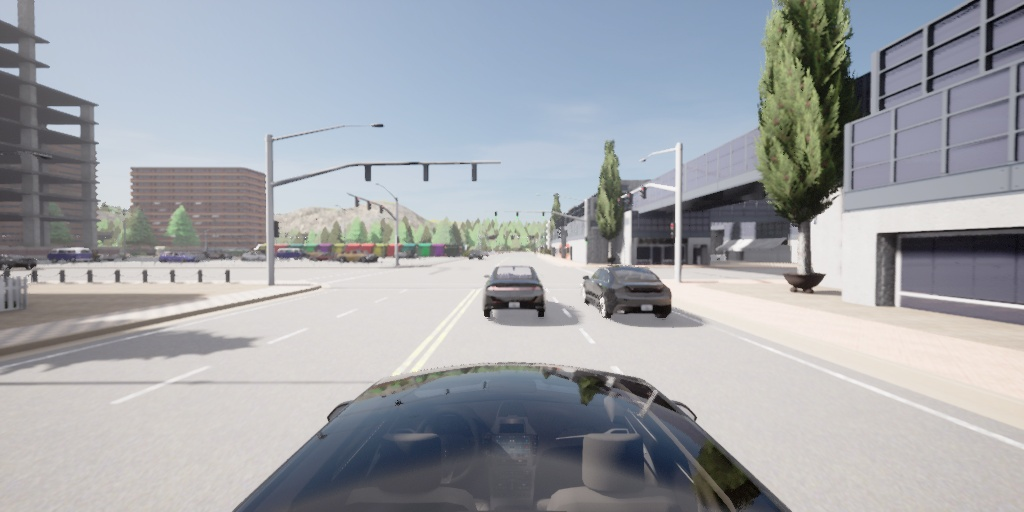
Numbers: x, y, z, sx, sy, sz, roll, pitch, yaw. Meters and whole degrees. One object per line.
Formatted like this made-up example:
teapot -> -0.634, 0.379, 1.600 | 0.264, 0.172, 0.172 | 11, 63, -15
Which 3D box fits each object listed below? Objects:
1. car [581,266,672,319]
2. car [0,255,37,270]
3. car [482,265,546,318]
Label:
car -> 3.568, 1.067, 11.881 | 1.837, 1.490, 4.892 | 0, 1, 0
car -> -49.523, 0.640, 34.969 | 4.892, 1.490, 1.837 | 0, 1, 0
car -> 0.067, 1.051, 12.019 | 2.128, 1.511, 4.902 | 0, 1, 0
